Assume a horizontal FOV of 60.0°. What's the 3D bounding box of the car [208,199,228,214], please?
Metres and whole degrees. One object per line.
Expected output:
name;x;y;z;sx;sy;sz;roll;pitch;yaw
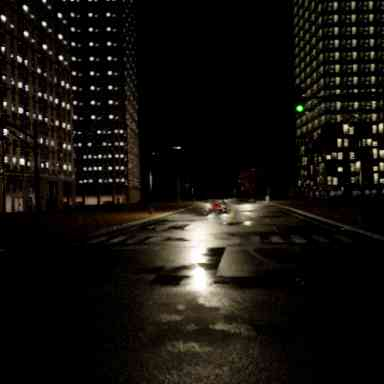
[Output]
car;3.118;1.641;39.859;2.097;1.767;4.553;-2;-1;9
